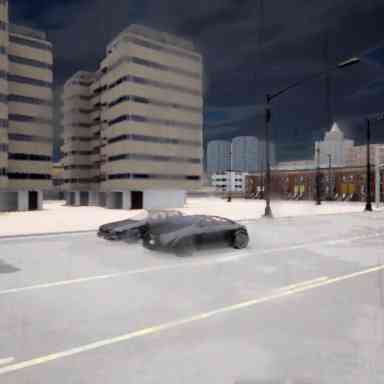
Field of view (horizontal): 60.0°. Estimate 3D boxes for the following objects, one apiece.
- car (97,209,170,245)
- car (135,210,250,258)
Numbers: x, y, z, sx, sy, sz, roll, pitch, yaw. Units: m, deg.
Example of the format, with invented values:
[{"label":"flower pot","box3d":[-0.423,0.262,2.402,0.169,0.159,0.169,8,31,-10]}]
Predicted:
[{"label":"car","box3d":[-1.643,1.543,15.716,5.357,1.411,2.033,0,0,-35]},{"label":"car","box3d":[0.241,1.560,12.760,4.181,1.385,1.994,0,0,-35]}]
